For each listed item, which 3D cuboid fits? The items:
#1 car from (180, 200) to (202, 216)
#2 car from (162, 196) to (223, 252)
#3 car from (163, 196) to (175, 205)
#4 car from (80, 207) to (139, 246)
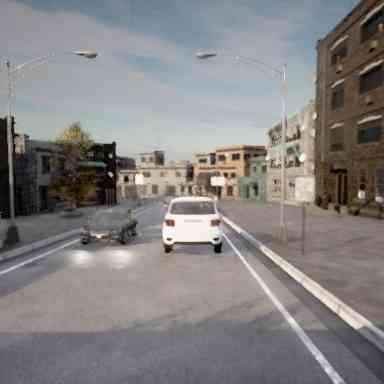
[{"bbox_3d":[-0.072,1.541,33.461,2.033,1.411,5.357,0,0,0],"label":"car"},{"bbox_3d":[0.037,1.219,13.940,2.150,2.045,5.566,0,0,0],"label":"car"},{"bbox_3d":[-3.867,1.420,56.682,1.812,1.442,4.674,0,1,0],"label":"car"},{"bbox_3d":[-3.676,1.507,15.514,1.837,1.490,4.892,0,0,0],"label":"car"}]
